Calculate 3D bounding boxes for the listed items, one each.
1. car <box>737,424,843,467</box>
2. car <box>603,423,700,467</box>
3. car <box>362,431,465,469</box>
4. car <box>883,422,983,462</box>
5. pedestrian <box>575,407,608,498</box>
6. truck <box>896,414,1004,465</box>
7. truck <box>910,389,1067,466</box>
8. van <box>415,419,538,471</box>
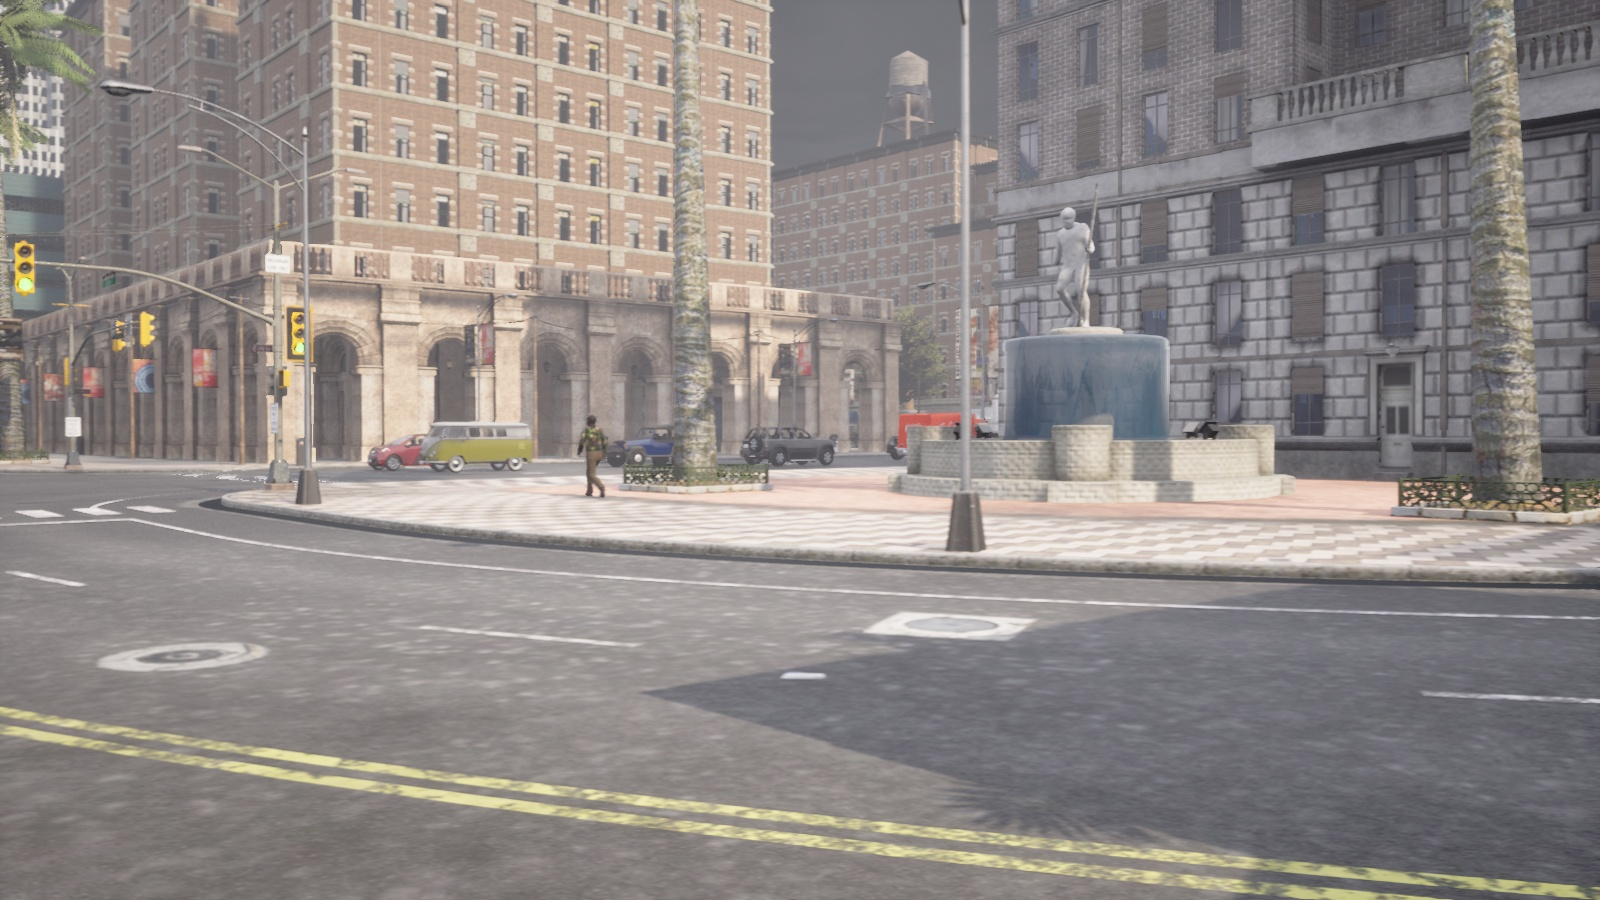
[{"bbox_3d":[-0.424,-0.214,56.302,4.605,1.855,1.932,-1,1,-41],"label":"car"},{"bbox_3d":[-6.548,-0.249,55.619,3.866,1.878,1.905,-1,1,-40],"label":"car"},{"bbox_3d":[-16.011,-0.015,52.062,3.633,1.501,1.845,-1,1,-41],"label":"car"},{"bbox_3d":[7.197,-0.453,67.604,5.566,2.045,2.150,-1,1,-42],"label":"car"},{"bbox_3d":[-4.502,0.054,27.091,0.395,1.930,0.692,-1,1,-42],"label":"pedestrian"},{"bbox_3d":[7.602,-0.580,63.291,5.204,2.467,2.627,-2,2,-41],"label":"truck"},{"bbox_3d":[9.088,-1.031,59.933,7.936,3.462,2.891,0,1,-41],"label":"truck"},{"bbox_3d":[-12.865,-0.234,50.127,4.442,1.987,1.775,-1,1,-41],"label":"van"}]
